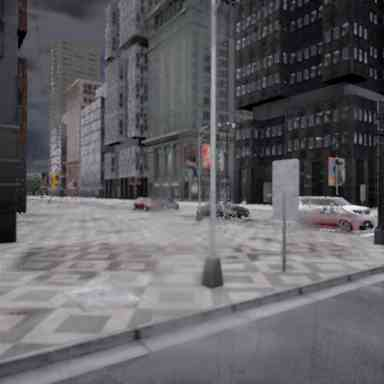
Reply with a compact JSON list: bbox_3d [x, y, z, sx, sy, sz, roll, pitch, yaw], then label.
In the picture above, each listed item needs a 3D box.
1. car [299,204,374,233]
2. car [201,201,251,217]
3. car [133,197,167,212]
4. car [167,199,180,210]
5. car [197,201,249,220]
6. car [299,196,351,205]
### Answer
[{"bbox_3d":[8.826,1.673,20.556,1.994,1.385,4.181,0,0,-35],"label":"car"},{"bbox_3d":[3.368,1.661,33.880,2.033,1.411,5.357,0,0,-35],"label":"car"},{"bbox_3d":[-5.462,1.453,40.751,2.097,1.767,4.553,0,0,-35],"label":"car"},{"bbox_3d":[-3.452,1.619,43.545,1.837,1.490,4.892,0,0,-35],"label":"car"},{"bbox_3d":[2.591,1.650,29.359,2.033,1.411,5.357,0,0,-35],"label":"car"},{"bbox_3d":[10.139,1.344,24.325,2.150,2.045,5.566,0,-1,-35],"label":"car"}]
